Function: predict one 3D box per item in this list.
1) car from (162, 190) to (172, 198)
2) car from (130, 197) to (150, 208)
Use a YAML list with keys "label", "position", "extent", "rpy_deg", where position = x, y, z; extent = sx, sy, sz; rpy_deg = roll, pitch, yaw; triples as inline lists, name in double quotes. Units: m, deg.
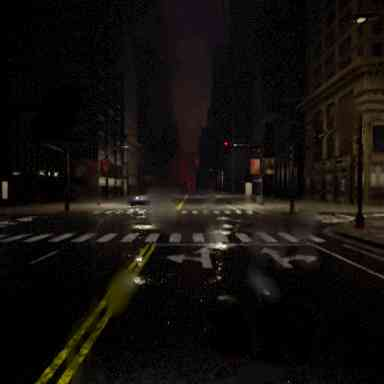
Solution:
- label: "car"
  position: [-6.486, 0.416, 86.326]
  extent: [2.150, 2.045, 5.566]
  rpy_deg: [0, 1, 0]
- label: "car"
  position: [-6.493, 1.248, 41.793]
  extent: [1.895, 1.301, 4.718]
  rpy_deg: [0, 1, 0]
